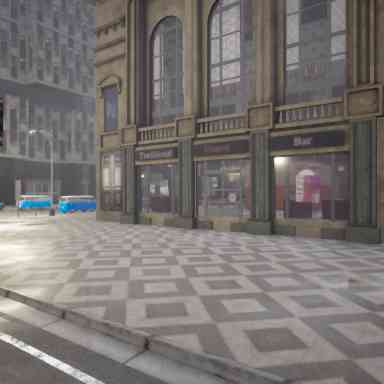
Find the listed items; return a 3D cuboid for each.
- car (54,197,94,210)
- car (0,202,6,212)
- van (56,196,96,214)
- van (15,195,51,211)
[{"bbox_3d":[-15.364,1.466,43.521,1.752,1.417,4.829,0,0,36],"label":"car"},{"bbox_3d":[-21.809,1.513,34.525,2.008,1.369,4.403,0,0,36],"label":"car"},{"bbox_3d":[-11.606,1.282,34.129,1.690,1.788,3.998,0,0,36],"label":"van"},{"bbox_3d":[-18.537,1.292,39.092,1.690,1.788,3.998,0,0,36],"label":"van"}]
